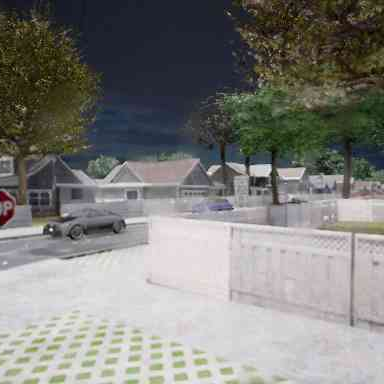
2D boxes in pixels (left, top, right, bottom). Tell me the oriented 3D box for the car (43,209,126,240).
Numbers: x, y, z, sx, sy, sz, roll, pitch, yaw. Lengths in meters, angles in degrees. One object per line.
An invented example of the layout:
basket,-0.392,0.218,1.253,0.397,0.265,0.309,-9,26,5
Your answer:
car,-5.434,1.580,17.206,1.994,1.385,4.181,0,0,36

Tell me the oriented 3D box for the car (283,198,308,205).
car,13.683,1.459,43.874,1.895,1.301,4.718,0,0,36

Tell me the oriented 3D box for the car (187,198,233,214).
car,1.527,1.307,26.961,2.097,1.767,4.553,0,0,35
